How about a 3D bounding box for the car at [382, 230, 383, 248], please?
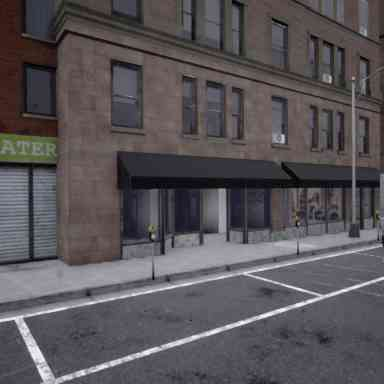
[{"bbox_3d":[9.199,1.540,13.104,4.507,1.381,1.887,0,-1,-35],"label":"car"}]
